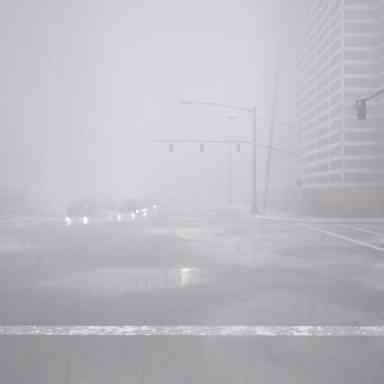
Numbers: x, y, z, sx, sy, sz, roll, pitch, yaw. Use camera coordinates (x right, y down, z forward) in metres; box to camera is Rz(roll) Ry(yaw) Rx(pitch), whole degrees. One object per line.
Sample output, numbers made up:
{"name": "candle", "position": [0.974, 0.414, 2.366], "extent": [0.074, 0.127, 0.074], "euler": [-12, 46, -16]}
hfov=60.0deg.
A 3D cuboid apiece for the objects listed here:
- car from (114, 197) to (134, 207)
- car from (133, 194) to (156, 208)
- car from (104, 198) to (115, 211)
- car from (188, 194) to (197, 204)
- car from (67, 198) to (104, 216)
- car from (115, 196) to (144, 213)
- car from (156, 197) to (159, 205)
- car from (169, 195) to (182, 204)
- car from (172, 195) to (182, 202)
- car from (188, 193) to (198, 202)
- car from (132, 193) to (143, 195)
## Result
{"name": "car", "position": [-10.492, 1.547, 51.759], "extent": [2.033, 1.411, 5.357], "euler": [0, 0, 0]}
{"name": "car", "position": [-7.001, 1.491, 48.181], "extent": [2.128, 1.511, 4.902], "euler": [0, 0, 0]}
{"name": "car", "position": [-10.514, 1.477, 41.848], "extent": [1.882, 1.535, 5.008], "euler": [0, 0, 0]}
{"name": "car", "position": [0.127, 1.547, 64.081], "extent": [2.033, 1.411, 5.357], "euler": [0, 0, 0]}
{"name": "car", "position": [-10.572, 1.352, 32.716], "extent": [2.097, 1.767, 4.553], "euler": [0, 0, 1]}
{"name": "car", "position": [-7.024, 1.505, 37.830], "extent": [1.837, 1.490, 4.892], "euler": [0, 0, 0]}
{"name": "car", "position": [-6.963, 1.601, 58.505], "extent": [1.895, 1.301, 4.718], "euler": [0, 0, 0]}
{"name": "car", "position": [-3.373, 1.491, 64.088], "extent": [2.128, 1.511, 4.902], "euler": [0, 0, 0]}
{"name": "car", "position": [-3.352, 1.354, 74.372], "extent": [2.128, 1.511, 4.902], "euler": [0, 0, 0]}
{"name": "car", "position": [0.148, 1.184, 74.335], "extent": [2.097, 1.767, 4.553], "euler": [0, 0, 0]}
{"name": "car", "position": [-10.432, 1.477, 62.040], "extent": [1.882, 1.535, 5.008], "euler": [0, 0, 0]}
